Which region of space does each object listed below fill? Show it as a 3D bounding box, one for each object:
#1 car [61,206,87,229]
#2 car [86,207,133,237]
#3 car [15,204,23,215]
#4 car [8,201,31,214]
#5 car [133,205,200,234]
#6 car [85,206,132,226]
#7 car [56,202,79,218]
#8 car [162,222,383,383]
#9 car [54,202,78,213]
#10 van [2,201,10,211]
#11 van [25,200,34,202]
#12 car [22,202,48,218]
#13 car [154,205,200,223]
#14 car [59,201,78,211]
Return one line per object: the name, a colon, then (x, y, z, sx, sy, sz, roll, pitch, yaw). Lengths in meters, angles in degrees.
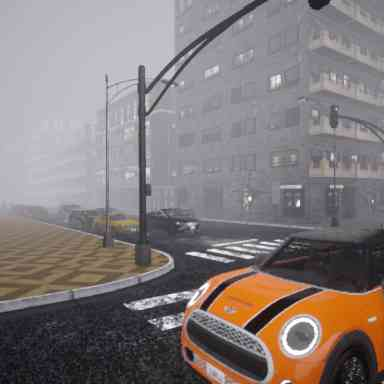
car: (-8.192, 2.002, 25.488, 1.947, 1.339, 4.313, -2, 0, -36)
car: (-4.744, 1.865, 20.796, 1.752, 1.417, 4.829, -2, 0, -36)
car: (-21.585, 2.393, 43.710, 1.802, 1.307, 4.206, -2, 0, -36)
car: (-24.935, 2.449, 48.266, 1.887, 1.381, 4.507, -2, 0, -36)
car: (-1.413, 1.775, 20.654, 2.128, 1.511, 4.902, -1, -1, -36)
car: (-7.272, 1.994, 28.626, 2.033, 1.411, 5.357, -1, -1, -37)
car: (-13.230, 2.118, 36.754, 1.837, 1.490, 4.892, -1, -1, -36)
car: (2.085, 1.389, 4.876, 4.553, 1.767, 2.097, 1, -1, -36)
car: (-18.869, 2.307, 49.809, 2.128, 1.511, 4.902, -1, -1, -36)
van: (-31.638, 2.433, 57.377, 1.690, 1.788, 3.998, -2, 0, -36)
van: (-41.631, 2.832, 85.120, 1.690, 1.788, 3.998, -2, 0, -36)
car: (-18.237, 2.262, 39.155, 1.887, 1.381, 4.507, -2, 0, -36)
car: (-1.441, 1.916, 30.453, 2.008, 1.369, 4.403, -2, 0, -36)
car: (-21.536, 2.367, 57.786, 1.967, 1.590, 4.097, -2, 0, -36)
